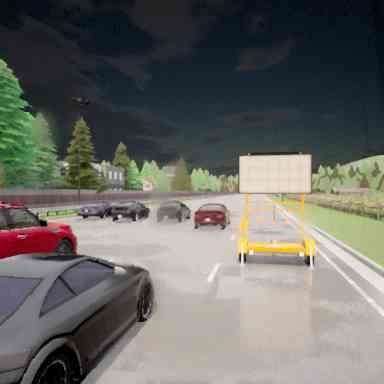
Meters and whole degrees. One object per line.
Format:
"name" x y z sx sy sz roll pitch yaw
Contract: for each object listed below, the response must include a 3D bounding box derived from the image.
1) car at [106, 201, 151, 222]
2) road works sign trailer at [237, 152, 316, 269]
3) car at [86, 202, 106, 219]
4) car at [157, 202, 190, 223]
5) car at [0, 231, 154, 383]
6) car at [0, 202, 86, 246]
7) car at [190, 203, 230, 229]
"car" -4.764 1.509 26.567 1.837 1.490 4.892 0 0 11
"road works sign trailer" 2.782 0.466 11.257 2.380 3.560 2.880 0 0 11
"car" -7.870 1.552 28.881 2.033 1.411 5.357 0 0 11
"car" -1.333 1.509 25.877 1.837 1.490 4.892 0 0 11
"car" -1.987 1.564 4.743 1.994 1.385 4.181 0 0 11
"car" -4.950 1.224 7.781 2.150 2.045 5.566 0 0 11
"car" 1.419 1.481 21.792 1.882 1.535 5.008 0 0 11
